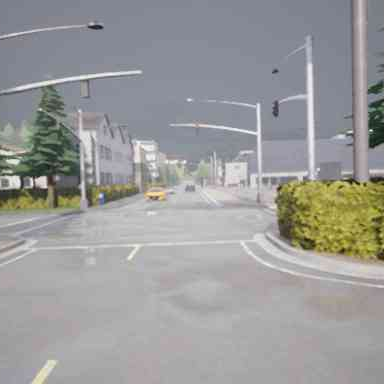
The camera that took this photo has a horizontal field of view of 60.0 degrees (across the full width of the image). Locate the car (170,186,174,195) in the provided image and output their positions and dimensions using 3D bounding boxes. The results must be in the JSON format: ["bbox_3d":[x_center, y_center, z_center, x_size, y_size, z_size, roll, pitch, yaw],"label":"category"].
[{"bbox_3d":[-3.844,-0.252,52.962,1.895,1.301,4.718,-2,2,0],"label":"car"}]

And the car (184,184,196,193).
[{"bbox_3d":[-0.320,-0.736,59.948,2.128,1.511,4.902,-2,2,0],"label":"car"}]

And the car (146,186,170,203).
[{"bbox_3d":[-3.795,0.253,35.683,1.882,1.535,5.008,-2,2,0],"label":"car"}]

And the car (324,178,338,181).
[{"bbox_3d":[25.139,-1.781,60.775,2.152,1.636,5.027,-2,2,-1],"label":"car"}]

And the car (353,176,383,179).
[{"bbox_3d":[18.906,-0.723,35.497,1.905,1.878,3.866,-2,2,-1],"label":"car"}]

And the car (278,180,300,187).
[{"bbox_3d":[15.126,-1.024,53.349,2.007,1.523,4.514,-2,2,-1],"label":"car"}]

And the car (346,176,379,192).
[{"bbox_3d":[22.132,-1.101,43.381,1.932,1.855,4.605,-2,2,-1],"label":"car"}]
